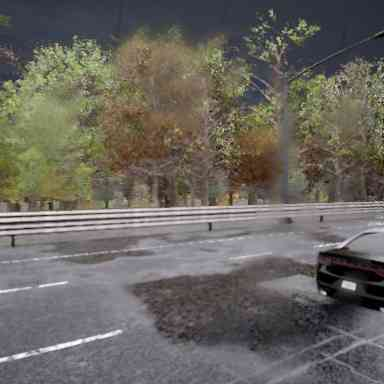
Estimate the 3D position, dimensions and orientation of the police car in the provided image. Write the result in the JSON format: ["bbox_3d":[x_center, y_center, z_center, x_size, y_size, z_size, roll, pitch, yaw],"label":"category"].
[{"bbox_3d":[4.890,1.427,7.216,5.238,1.638,1.930,0,0,-33],"label":"police car"}]
